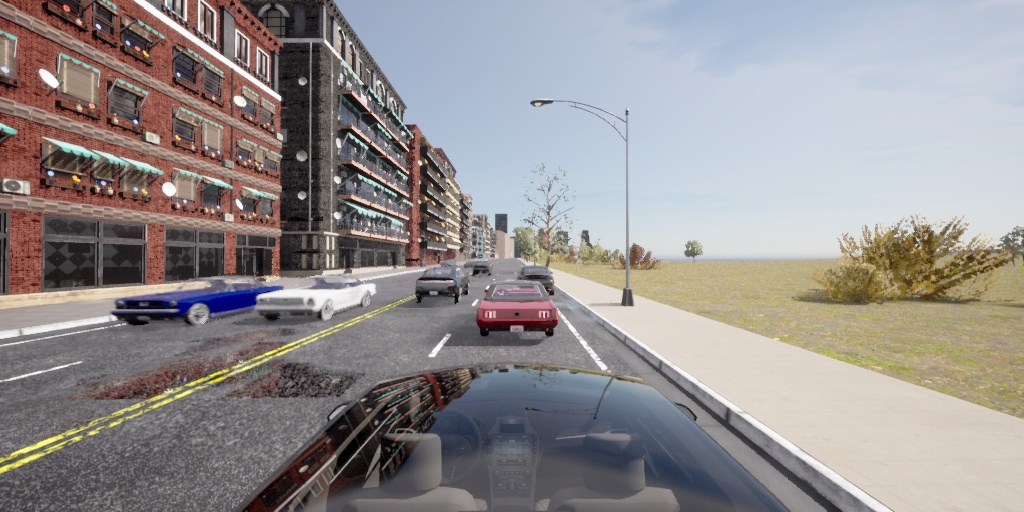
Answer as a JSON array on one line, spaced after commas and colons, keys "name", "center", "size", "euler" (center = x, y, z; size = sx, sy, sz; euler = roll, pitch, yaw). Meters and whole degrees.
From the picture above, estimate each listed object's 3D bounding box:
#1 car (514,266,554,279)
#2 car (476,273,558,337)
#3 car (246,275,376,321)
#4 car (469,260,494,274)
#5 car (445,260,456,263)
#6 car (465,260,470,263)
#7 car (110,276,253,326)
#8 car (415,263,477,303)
[{"name": "car", "center": [1.204, 1.257, 19.505], "size": [1.837, 1.490, 4.892], "euler": [0, 0, 0]}, {"name": "car", "center": [0.131, 1.352, 10.305], "size": [1.895, 1.301, 4.718], "euler": [0, 0, 0]}, {"name": "car", "center": [-6.560, 1.352, 12.578], "size": [1.895, 1.301, 4.718], "euler": [0, 0, 0]}, {"name": "car", "center": [-3.013, 1.259, 37.484], "size": [1.837, 1.490, 4.892], "euler": [0, 1, 0]}, {"name": "car", "center": [-9.640, 1.298, 54.859], "size": [2.033, 1.411, 5.357], "euler": [0, 0, 0]}, {"name": "car", "center": [-6.382, 1.315, 55.963], "size": [1.994, 1.385, 4.181], "euler": [0, 0, 0]}, {"name": "car", "center": [-9.813, 1.352, 11.771], "size": [1.895, 1.301, 4.718], "euler": [0, 0, 0]}, {"name": "car", "center": [-3.093, 1.243, 16.654], "size": [2.128, 1.511, 4.902], "euler": [0, 0, 0]}]
